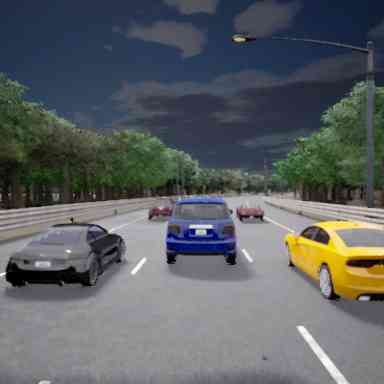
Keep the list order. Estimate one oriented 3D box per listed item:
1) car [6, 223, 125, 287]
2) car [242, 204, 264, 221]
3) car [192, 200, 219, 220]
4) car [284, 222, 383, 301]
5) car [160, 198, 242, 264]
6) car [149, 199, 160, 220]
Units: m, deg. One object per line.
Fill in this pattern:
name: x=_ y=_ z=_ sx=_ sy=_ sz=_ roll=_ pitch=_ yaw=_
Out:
car: x=-3.233 y=1.555 z=9.326 sx=1.994 sy=1.385 sz=4.181 roll=0 pitch=0 yaw=1
car: x=4.618 y=1.591 z=27.103 sx=1.895 sy=1.301 sz=4.718 roll=0 pitch=0 yaw=4
car: x=1.227 y=1.477 z=28.597 sx=2.128 sy=1.511 sz=4.902 roll=0 pitch=0 yaw=4
car: x=3.742 y=1.476 z=8.365 sx=1.882 sy=1.535 sz=5.008 roll=0 pitch=0 yaw=1
car: x=0.338 y=1.215 z=12.000 sx=2.150 sy=2.045 sz=5.566 roll=0 pitch=0 yaw=2
car: x=-2.298 y=1.334 z=28.345 sx=2.097 sy=1.767 sz=4.553 roll=0 pitch=0 yaw=4
